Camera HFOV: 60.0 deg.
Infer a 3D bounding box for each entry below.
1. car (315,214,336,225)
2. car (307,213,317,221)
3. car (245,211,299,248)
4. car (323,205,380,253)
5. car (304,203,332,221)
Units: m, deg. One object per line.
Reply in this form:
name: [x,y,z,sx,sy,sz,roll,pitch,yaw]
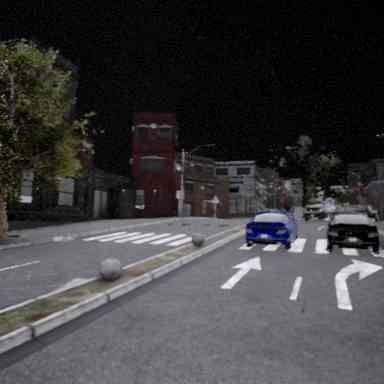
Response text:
car: [25.522,5.270,63.838,2.150,2.045,5.566,1,-4,6]
car: [28.745,5.961,79.934,2.033,1.411,5.357,0,0,18]
car: [3.903,1.631,15.787,1.882,1.535,5.008,-1,0,23]
car: [6.916,1.596,14.572,1.882,1.535,5.008,-1,0,23]
car: [11.185,1.713,28.363,1.837,1.490,4.892,-3,-4,41]
